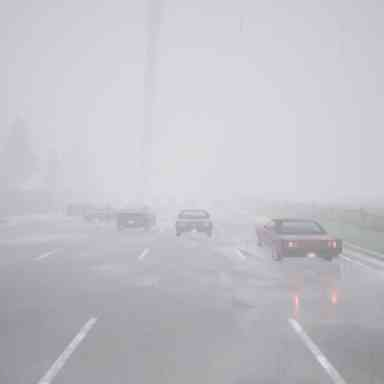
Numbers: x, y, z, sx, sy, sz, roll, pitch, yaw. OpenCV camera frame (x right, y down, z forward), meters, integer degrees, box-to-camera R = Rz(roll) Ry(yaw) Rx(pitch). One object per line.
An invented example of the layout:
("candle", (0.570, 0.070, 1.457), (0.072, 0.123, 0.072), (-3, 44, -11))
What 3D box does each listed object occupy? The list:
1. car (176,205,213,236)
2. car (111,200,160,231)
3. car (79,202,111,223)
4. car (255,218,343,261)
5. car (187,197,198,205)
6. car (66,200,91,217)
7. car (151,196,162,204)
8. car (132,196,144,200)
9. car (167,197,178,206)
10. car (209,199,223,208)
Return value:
("car", (0.104, 1.627, 18.704), (1.895, 1.301, 4.718), (0, 0, 0))
("car", (-3.403, 1.510, 21.005), (1.882, 1.535, 5.008), (0, 0, 0))
("car", (-6.905, 1.643, 26.072), (1.895, 1.301, 4.718), (0, 0, 0))
("car", (3.610, 1.615, 12.253), (1.895, 1.301, 4.718), (0, 0, 0))
("car", (0.080, 1.610, 60.481), (1.812, 1.442, 4.674), (0, 0, 0))
("car", (-10.411, 1.531, 31.962), (1.882, 1.535, 5.008), (0, 0, 0))
("car", (-6.923, 1.602, 64.489), (1.837, 1.490, 4.892), (0, 0, 0))
("car", (-10.425, 1.590, 63.912), (2.128, 1.511, 4.902), (0, 0, 0))
("car", (-3.416, 1.632, 58.207), (2.033, 1.411, 5.357), (0, 0, 0))
("car", (3.579, 1.667, 49.862), (1.895, 1.301, 4.718), (0, 0, 0))
